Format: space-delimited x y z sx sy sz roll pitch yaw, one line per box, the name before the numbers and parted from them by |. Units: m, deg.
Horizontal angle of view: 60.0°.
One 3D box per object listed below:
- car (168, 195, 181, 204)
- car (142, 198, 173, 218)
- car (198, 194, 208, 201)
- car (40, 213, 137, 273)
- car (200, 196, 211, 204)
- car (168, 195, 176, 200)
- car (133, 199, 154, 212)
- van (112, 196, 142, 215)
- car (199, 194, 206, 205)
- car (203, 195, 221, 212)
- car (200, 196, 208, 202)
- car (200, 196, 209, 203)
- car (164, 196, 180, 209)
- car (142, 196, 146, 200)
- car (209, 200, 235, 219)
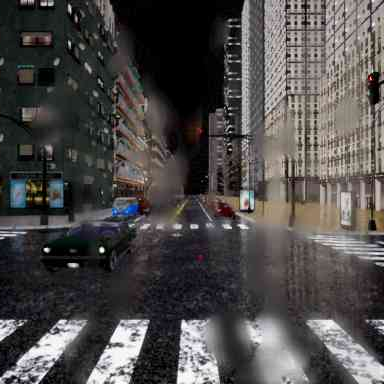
car | -2.988 1.638 62.616 1.895 1.301 4.718 0 0 1
car | -3.085 1.576 30.600 1.994 1.385 4.181 0 0 0
car | 2.737 1.377 83.725 2.192 1.841 5.009 0 0 0
car | -3.093 1.603 10.887 1.895 1.301 4.718 0 0 0
car | 2.728 1.593 67.142 2.008 1.369 4.403 0 0 0
car | -5.640 1.644 94.785 1.947 1.339 4.313 0 0 0
car | -5.665 1.562 39.509 1.887 1.381 4.507 0 0 0
van | -5.669 1.352 28.454 1.690 1.788 3.998 0 0 0
car | 2.724 1.470 56.087 1.967 1.590 4.097 0 0 0
car | 2.717 1.457 39.504 1.967 1.590 4.097 0 0 0
car | 2.733 1.637 78.197 1.802 1.307 4.206 0 0 0
car | 2.731 1.593 72.670 1.887 1.381 4.507 0 0 0
car | -3.078 1.585 45.782 1.994 1.385 4.181 0 0 0
car | -5.666 1.329 33.981 2.192 1.841 5.009 0 0 0
car | 2.711 1.593 28.448 1.802 1.307 4.206 0 0 0
